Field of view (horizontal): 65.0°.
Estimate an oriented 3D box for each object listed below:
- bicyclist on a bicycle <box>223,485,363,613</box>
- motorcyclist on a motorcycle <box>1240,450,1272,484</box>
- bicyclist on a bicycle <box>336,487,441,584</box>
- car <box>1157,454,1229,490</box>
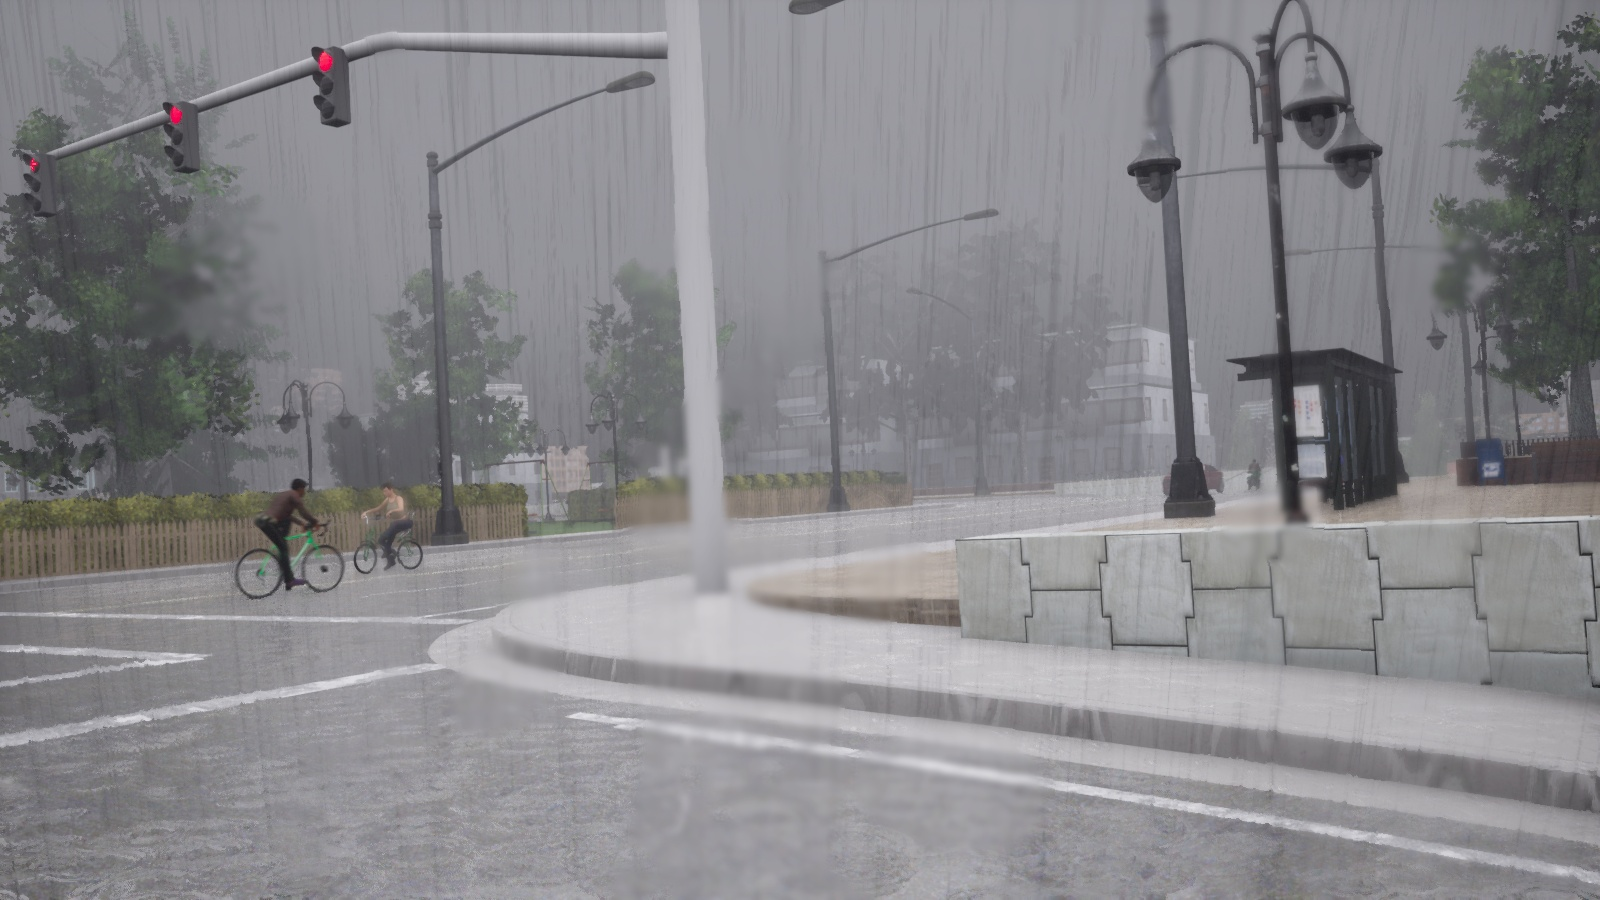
[{"bbox_3d":[-6.981,1.345,17.361,0.582,1.620,1.656,-6,-3,36],"label":"bicyclist on a bicycle"},{"bbox_3d":[21.187,0.784,58.349,0.797,1.523,2.044,-6,-3,34],"label":"motorcyclist on a motorcycle"},{"bbox_3d":[-7.432,1.536,22.724,0.866,1.612,1.509,-5,-2,35],"label":"bicyclist on a bicycle"},{"bbox_3d":[19.406,1.069,61.917,1.882,1.535,5.008,-6,-3,34],"label":"car"}]
